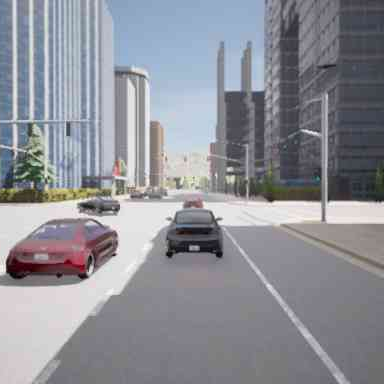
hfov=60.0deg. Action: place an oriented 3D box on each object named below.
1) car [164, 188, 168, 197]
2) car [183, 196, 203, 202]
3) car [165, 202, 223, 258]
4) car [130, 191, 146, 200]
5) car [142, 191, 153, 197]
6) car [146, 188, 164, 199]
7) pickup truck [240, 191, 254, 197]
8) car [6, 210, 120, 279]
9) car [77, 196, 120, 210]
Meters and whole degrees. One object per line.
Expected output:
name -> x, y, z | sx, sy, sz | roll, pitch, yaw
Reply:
car -> -6.979, 0.140, 78.808 | 2.150, 2.045, 5.566 | 0, 1, 0
car -> 0.090, 1.095, 31.175 | 1.812, 1.442, 4.674 | 0, 1, 0
car -> 0.079, 1.338, 12.087 | 1.837, 1.490, 4.892 | 0, 1, 0
car -> -10.499, 0.606, 63.276 | 1.882, 1.535, 5.008 | 0, 1, 0
car -> -10.479, 0.469, 78.752 | 1.994, 1.385, 4.181 | 0, 1, 0
car -> -7.005, 0.479, 63.406 | 2.097, 1.767, 4.553 | 0, 1, 0
pickup truck -> 13.142, 0.001, 76.831 | 2.390, 2.098, 6.274 | 0, 1, 31
car -> -3.436, 1.430, 9.632 | 1.994, 1.385, 4.181 | 0, 1, 1
car -> -8.137, 1.094, 28.775 | 4.902, 1.511, 2.128 | 1, 1, 45
